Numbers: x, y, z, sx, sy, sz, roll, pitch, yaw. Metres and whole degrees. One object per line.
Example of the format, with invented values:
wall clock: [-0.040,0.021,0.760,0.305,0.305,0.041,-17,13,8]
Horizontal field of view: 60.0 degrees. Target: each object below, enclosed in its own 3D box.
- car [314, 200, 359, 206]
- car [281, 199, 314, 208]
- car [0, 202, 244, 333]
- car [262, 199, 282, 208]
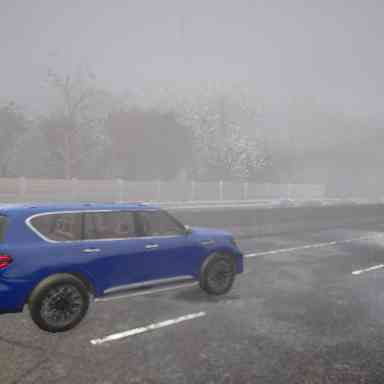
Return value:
car: [13.905,1.553,30.978,4.892,1.490,1.837,0,0,-35]
car: [11.905,1.572,33.851,5.357,1.411,2.033,0,0,-35]
car: [-1.431,1.222,7.028,5.566,2.045,2.150,0,0,-35]
car: [9.714,1.554,36.590,4.674,1.442,1.812,0,0,-35]
